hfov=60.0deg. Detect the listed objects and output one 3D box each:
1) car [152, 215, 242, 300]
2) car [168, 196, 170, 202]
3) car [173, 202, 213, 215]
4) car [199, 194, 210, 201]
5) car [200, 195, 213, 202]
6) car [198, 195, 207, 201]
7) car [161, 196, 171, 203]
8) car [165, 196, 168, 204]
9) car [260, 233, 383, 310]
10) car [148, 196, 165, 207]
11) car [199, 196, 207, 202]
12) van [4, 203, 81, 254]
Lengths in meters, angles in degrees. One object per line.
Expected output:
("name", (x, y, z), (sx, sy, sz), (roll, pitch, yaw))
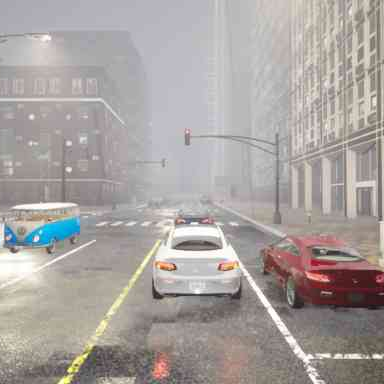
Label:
("car", (0.102, 1.528, 8.298), (1.812, 1.442, 4.674), (0, 0, 0))
("car", (-5.699, 1.580, 62.443), (1.947, 1.339, 4.313), (1, 0, 0))
("car", (0.071, 1.509, 17.410), (2.163, 1.488, 4.792), (0, 0, -1))
("car", (2.685, 1.330, 62.448), (2.192, 1.841, 5.009), (1, 0, 0))
("car", (2.683, 1.596, 56.793), (1.802, 1.307, 4.206), (1, 0, 0))
("car", (2.674, 1.569, 85.066), (2.008, 1.369, 4.403), (1, 0, 0))
("car", (-5.703, 1.598, 73.752), (1.802, 1.307, 4.206), (1, 0, 0))
("car", (-5.697, 1.564, 56.788), (2.008, 1.369, 4.403), (1, 0, 0))
("car", (2.699, 1.584, 7.536), (1.802, 1.307, 4.206), (1, 0, 0))
("car", (-5.695, 1.563, 51.133), (2.008, 1.369, 4.403), (1, 0, 0))
("car", (2.676, 1.599, 79.412), (1.802, 1.307, 4.206), (1, 0, 0))
("van", (-5.766, 1.345, 13.217), (1.690, 1.788, 3.998), (1, 0, 0))
